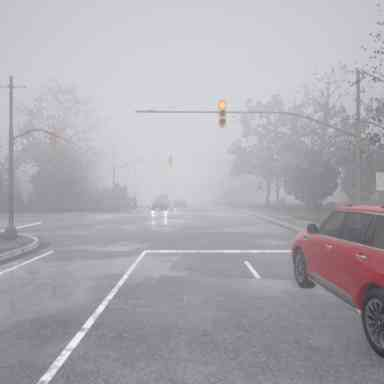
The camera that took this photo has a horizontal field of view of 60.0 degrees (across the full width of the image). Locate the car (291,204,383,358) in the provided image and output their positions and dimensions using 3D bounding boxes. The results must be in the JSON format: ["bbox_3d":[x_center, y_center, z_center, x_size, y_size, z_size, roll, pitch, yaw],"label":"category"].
[{"bbox_3d":[3.591,1.220,6.091,2.150,2.045,5.566,0,0,0],"label":"car"}]

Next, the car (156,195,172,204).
[{"bbox_3d":[-4.799,1.409,52.353,2.150,2.045,5.566,0,-1,-7],"label":"car"}]

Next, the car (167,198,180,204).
[{"bbox_3d":[-4.636,2.292,83.215,1.882,1.535,5.008,0,-1,-22],"label":"car"}]

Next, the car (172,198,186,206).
[{"bbox_3d":[-2.362,1.919,62.034,2.033,1.411,5.357,0,-1,-10],"label":"car"}]

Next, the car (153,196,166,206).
[{"bbox_3d":[-6.221,1.750,62.547,2.097,1.767,4.553,0,-1,-10],"label":"car"}]

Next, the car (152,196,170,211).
[{"bbox_3d":[-4.072,1.560,42.480,1.837,1.490,4.892,0,-1,-3],"label":"car"}]
